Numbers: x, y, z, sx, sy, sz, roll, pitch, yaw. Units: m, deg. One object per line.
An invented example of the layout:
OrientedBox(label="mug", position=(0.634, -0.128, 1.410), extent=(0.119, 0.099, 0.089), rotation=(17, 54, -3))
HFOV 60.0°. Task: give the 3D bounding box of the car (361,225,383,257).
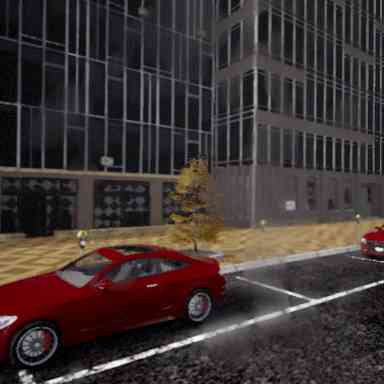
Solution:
OrientedBox(label="car", position=(7.996, 1.665, 12.262), extent=(4.507, 1.381, 1.887), rotation=(1, 0, -36))

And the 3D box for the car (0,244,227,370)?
OrientedBox(label="car", position=(-1.272, 1.601, 5.650), extent=(4.206, 1.307, 1.802), rotation=(1, 0, -36))
